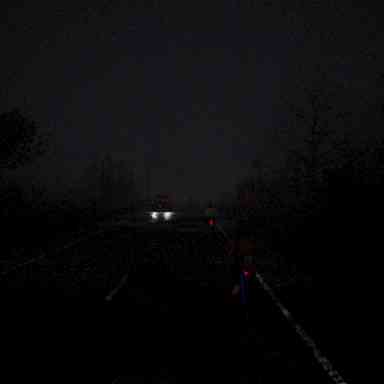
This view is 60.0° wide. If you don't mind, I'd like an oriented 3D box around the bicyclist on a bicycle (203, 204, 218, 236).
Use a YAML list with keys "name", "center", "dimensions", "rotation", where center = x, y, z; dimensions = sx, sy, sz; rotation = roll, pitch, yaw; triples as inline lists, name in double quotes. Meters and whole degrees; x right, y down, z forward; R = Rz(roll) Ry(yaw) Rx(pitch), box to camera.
- name: "bicyclist on a bicycle"
  center: [0.986, 1.437, 17.430]
  dimensions: [0.866, 1.612, 1.509]
  rotation: [0, 0, 0]

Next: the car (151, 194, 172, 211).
- name: "car"
  center: [-3.605, 1.235, 40.300]
  dimensions: [2.150, 2.045, 5.566]
  rotation: [0, 0, 0]

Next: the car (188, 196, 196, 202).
- name: "car"
  center: [-0.010, 1.659, 77.661]
  dimensions: [1.895, 1.301, 4.718]
  rotation: [0, 0, 0]

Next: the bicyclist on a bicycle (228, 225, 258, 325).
- name: "bicyclist on a bicycle"
  center: [0.960, 1.452, 6.164]
  dimensions: [0.582, 1.620, 1.656]
  rotation: [0, 0, 0]

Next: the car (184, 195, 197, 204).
- name: "car"
  center: [-0.007, 1.588, 64.529]
  dimensions: [2.033, 1.411, 5.357]
  rotation: [0, 0, 0]
